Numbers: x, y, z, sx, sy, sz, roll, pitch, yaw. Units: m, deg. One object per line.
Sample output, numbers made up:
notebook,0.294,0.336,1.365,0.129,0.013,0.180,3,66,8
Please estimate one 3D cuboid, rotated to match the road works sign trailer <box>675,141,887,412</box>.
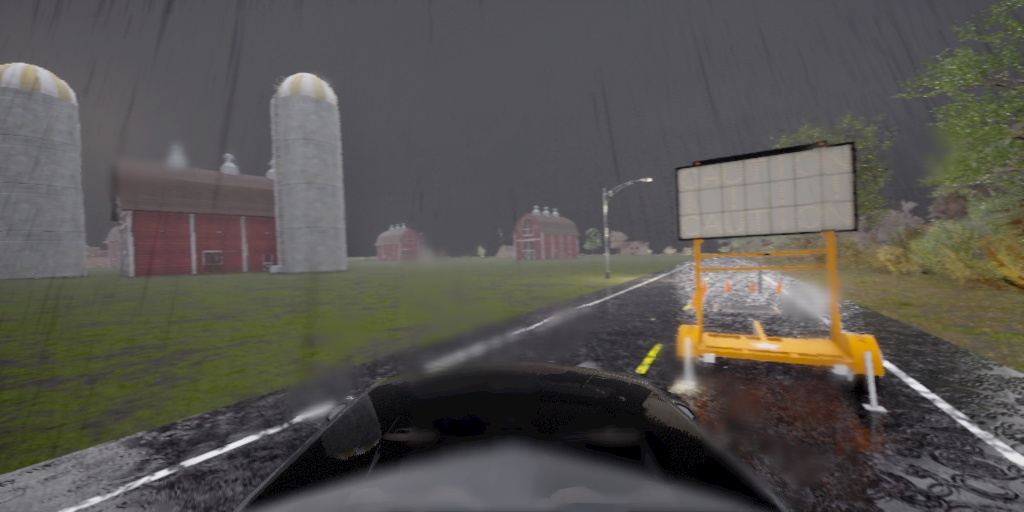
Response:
road works sign trailer,4.215,0.080,6.014,2.380,3.560,2.880,0,0,31
